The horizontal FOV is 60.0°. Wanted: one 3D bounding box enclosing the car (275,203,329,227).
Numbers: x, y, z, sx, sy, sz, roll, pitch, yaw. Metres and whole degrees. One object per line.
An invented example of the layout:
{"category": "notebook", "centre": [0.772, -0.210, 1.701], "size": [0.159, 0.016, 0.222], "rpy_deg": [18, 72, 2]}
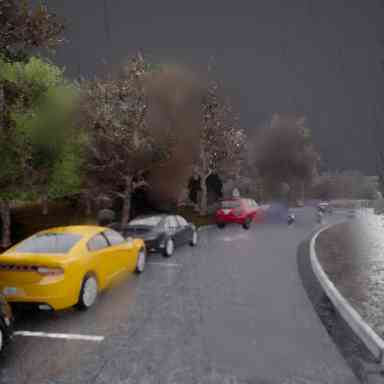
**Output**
{"category": "car", "centre": [8.199, 1.743, 24.470], "size": [2.033, 1.411, 5.357], "rpy_deg": [-1, -1, 34]}

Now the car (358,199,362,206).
{"category": "car", "centre": [37.283, 2.995, 80.157], "size": [5.366, 1.575, 1.946], "rpy_deg": [-2, -3, 17]}

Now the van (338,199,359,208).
{"category": "van", "centre": [38.775, 2.844, 82.591], "size": [4.442, 1.987, 1.878], "rpy_deg": [-1, -2, 17]}

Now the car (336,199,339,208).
{"category": "car", "centre": [24.636, 2.338, 63.829], "size": [5.566, 2.045, 2.435], "rpy_deg": [-2, -2, 17]}

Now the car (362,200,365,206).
{"category": "car", "centre": [40.677, 3.170, 84.885], "size": [4.674, 1.452, 2.002], "rpy_deg": [-2, -2, 17]}

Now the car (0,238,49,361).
{"category": "car", "centre": [-3.419, 1.475, 2.598], "size": [2.231, 1.521, 4.892], "rpy_deg": [0, 0, 3]}

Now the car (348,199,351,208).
{"category": "car", "centre": [31.723, 2.852, 73.194], "size": [4.792, 1.488, 2.163], "rpy_deg": [-2, -2, 17]}

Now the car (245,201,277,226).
{"category": "car", "centre": [6.956, 1.785, 29.037], "size": [2.097, 1.535, 5.008], "rpy_deg": [-1, -1, 36]}

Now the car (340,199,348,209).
{"category": "car", "centre": [29.992, 2.636, 70.843], "size": [4.553, 1.767, 2.185], "rpy_deg": [-2, -2, 17]}

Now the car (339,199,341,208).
{"category": "car", "centre": [26.368, 2.677, 66.169], "size": [4.792, 1.488, 2.163], "rpy_deg": [-2, -2, 17]}

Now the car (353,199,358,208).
{"category": "car", "centre": [35.327, 2.941, 77.864], "size": [4.892, 1.521, 2.231], "rpy_deg": [-2, -2, 17]}

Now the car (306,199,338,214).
{"category": "car", "centre": [15.293, 1.944, 40.769], "size": [1.812, 1.442, 4.674], "rpy_deg": [1, -2, -12]}

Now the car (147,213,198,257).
{"category": "car", "centre": [-1.198, 1.627, 13.692], "size": [2.231, 1.521, 4.892], "rpy_deg": [0, -1, 19]}

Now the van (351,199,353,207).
{"category": "van", "centre": [33.421, 2.658, 75.564], "size": [4.442, 1.987, 1.878], "rpy_deg": [-2, -2, 17]}

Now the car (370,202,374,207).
{"category": "car", "centre": [44.976, 2.931, 79.983], "size": [1.882, 1.535, 5.008], "rpy_deg": [-2, -2, 37]}

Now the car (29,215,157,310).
{"category": "car", "centre": [-2.655, 1.555, 8.140], "size": [2.097, 1.535, 5.008], "rpy_deg": [0, 0, 11]}
